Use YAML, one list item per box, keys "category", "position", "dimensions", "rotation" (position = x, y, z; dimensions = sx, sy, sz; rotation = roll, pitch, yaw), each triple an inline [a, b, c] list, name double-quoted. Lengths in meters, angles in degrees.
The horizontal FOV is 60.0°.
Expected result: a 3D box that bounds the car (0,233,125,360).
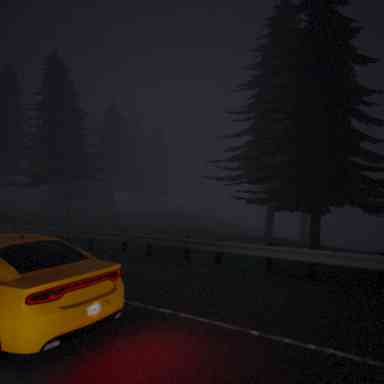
- category: "car"
  position: [-3.465, 1.469, 5.850]
  dimensions: [5.008, 1.535, 1.882]
  rotation: [0, 0, 31]
